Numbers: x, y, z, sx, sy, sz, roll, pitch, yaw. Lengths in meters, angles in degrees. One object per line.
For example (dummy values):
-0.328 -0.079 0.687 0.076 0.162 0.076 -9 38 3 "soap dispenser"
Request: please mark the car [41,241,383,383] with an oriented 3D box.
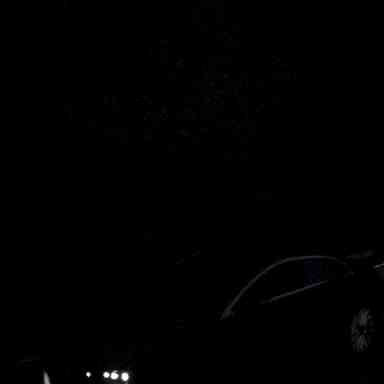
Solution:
0.675 1.490 4.471 4.902 1.511 2.128 0 0 -35 "car"
